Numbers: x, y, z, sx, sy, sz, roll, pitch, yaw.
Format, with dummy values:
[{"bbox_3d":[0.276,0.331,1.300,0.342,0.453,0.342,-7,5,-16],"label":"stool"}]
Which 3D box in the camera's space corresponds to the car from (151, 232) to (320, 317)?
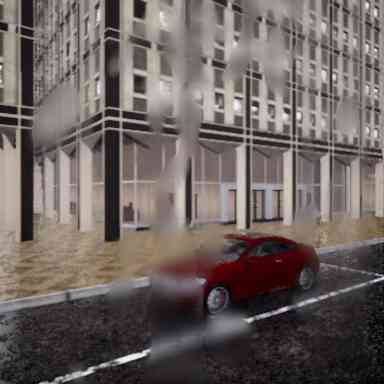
[{"bbox_3d":[1.134,1.579,7.368,4.206,1.307,1.802,0,0,-35],"label":"car"}]
